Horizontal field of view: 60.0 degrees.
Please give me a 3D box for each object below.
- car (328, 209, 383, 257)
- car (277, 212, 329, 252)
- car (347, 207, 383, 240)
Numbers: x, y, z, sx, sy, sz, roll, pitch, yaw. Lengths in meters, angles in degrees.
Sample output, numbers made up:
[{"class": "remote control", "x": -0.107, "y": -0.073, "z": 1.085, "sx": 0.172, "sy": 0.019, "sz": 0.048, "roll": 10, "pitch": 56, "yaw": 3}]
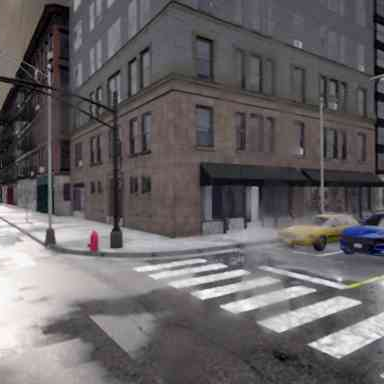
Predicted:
[{"class": "car", "x": 7.432, "y": 1.463, "z": 12.198, "sx": 5.008, "sy": 1.535, "sz": 1.882, "roll": 0, "pitch": 0, "yaw": -34}, {"class": "car", "x": 5.626, "y": 1.534, "z": 14.035, "sx": 4.829, "sy": 1.417, "sz": 1.752, "roll": 0, "pitch": 0, "yaw": -35}, {"class": "car", "x": 10.227, "y": 1.539, "z": 17.197, "sx": 4.403, "sy": 1.369, "sz": 2.008, "roll": 0, "pitch": 0, "yaw": -35}]
